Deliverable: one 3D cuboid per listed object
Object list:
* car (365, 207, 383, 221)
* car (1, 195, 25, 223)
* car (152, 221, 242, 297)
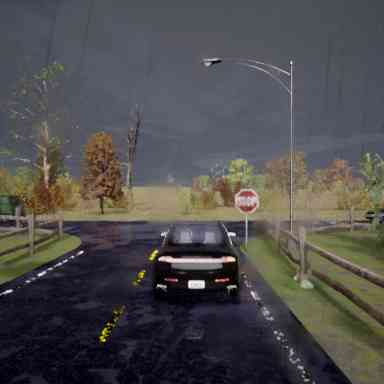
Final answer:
[{"bbox_3d":[14.932,1.527,24.117,4.181,1.385,1.994,0,0,1],"label":"car"},{"bbox_3d":[-15.336,1.246,24.551,5.566,2.045,2.150,0,0,1],"label":"car"},{"bbox_3d":[0.156,1.491,8.571,2.128,1.511,4.902,0,0,2],"label":"car"}]
